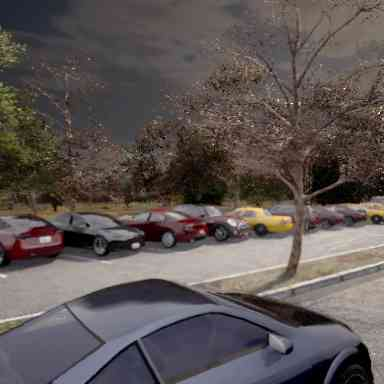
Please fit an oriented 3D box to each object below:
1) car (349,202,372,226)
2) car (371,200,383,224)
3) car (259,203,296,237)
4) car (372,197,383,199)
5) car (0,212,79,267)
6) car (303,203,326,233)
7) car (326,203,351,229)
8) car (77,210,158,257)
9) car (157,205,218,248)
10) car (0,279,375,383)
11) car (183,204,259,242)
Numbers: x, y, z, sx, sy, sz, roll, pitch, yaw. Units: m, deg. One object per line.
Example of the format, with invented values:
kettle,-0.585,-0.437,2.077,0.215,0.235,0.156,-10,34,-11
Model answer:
car,10.093,1.633,24.086,4.674,1.452,2.002,-1,-1,32
car,12.567,1.599,25.843,5.366,1.575,1.946,-1,-1,32
car,2.923,1.559,18.731,5.366,1.575,1.946,-1,-1,33
car,17.033,1.501,29.650,4.553,1.767,2.185,-1,-1,31
car,-6.450,1.544,11.570,4.792,1.488,2.163,-1,-1,34
car,5.453,1.445,20.420,4.553,1.767,2.185,-1,-1,33
car,7.768,1.622,22.252,4.674,1.452,2.002,-1,-1,32
car,-3.998,1.555,13.290,4.792,1.488,2.163,-1,-1,34
car,-1.644,1.536,15.060,5.008,1.535,2.097,-1,-1,34
car,-0.140,1.571,3.077,4.181,1.385,1.994,0,0,-36
car,0.697,1.423,16.865,4.553,1.767,2.185,-1,-1,33
